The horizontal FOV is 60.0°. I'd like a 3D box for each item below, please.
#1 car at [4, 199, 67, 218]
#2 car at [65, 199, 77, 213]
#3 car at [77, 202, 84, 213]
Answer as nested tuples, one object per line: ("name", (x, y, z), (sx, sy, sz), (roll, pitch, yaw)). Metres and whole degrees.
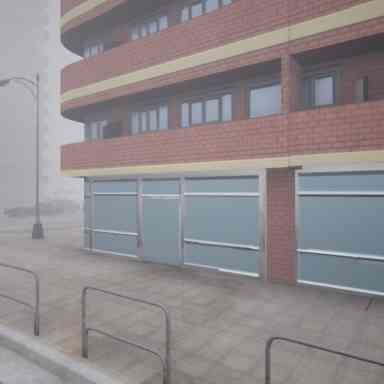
("car", (-14.169, 1.601, 29.949), (1.895, 1.301, 4.718), (0, 0, 36))
("car", (-14.453, 1.505, 35.485), (1.837, 1.490, 4.892), (0, 0, 36))
("car", (-8.160, 1.504, 31.966), (1.837, 1.490, 4.892), (0, 0, 36))
